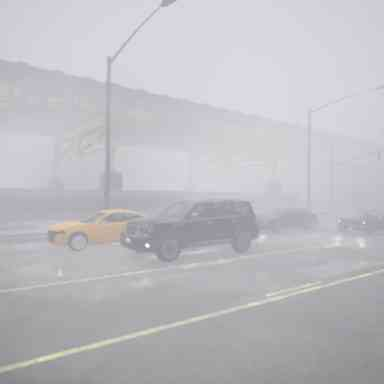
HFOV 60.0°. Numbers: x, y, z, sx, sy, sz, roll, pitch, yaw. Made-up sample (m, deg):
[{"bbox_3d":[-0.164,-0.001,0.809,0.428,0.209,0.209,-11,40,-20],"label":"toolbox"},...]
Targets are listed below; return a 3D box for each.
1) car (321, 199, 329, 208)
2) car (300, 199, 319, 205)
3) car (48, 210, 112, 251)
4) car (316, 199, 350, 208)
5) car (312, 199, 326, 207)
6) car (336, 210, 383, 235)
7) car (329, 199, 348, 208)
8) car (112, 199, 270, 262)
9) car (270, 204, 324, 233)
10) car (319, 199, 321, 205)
[{"bbox_3d":[19.965,1.895,52.585,2.038,1.542,4.974,0,0,18],"label":"car"},{"bbox_3d":[16.163,1.687,49.918,4.536,1.218,1.853,1,0,8],"label":"car"},{"bbox_3d":[-3.527,1.507,14.361,5.008,1.535,1.882,1,0,-36],"label":"car"},{"bbox_3d":[23.884,1.952,56.334,4.974,1.542,2.038,1,0,-7],"label":"car"},{"bbox_3d":[19.982,1.738,52.635,1.853,1.218,4.536,0,0,18],"label":"car"},{"bbox_3d":[10.854,1.802,20.251,4.718,1.301,1.895,1,0,-35],"label":"car"},{"bbox_3d":[23.834,1.794,56.329,4.536,1.218,1.853,1,0,-7],"label":"car"},{"bbox_3d":[0.134,1.280,12.669,5.566,2.045,2.150,1,0,-35],"label":"car"},{"bbox_3d":[5.812,1.702,20.982,5.357,1.411,2.033,1,0,-35],"label":"car"},{"bbox_3d":[16.213,1.845,49.910,4.974,1.542,2.038,1,0,8],"label":"car"}]
